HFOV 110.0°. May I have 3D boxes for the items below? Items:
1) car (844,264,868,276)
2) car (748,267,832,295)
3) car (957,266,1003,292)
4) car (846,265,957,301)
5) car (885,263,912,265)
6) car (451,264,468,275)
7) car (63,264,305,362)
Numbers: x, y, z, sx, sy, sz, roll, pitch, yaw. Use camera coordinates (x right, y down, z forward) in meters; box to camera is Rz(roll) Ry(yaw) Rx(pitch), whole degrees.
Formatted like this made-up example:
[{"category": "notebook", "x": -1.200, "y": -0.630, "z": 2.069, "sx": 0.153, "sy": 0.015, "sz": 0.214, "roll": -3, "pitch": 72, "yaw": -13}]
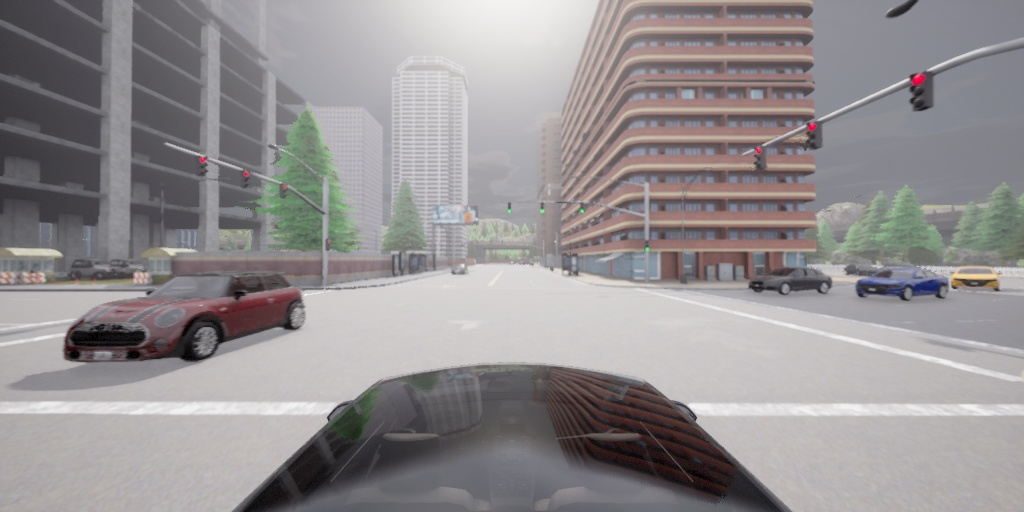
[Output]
[{"category": "car", "x": 41.143, "y": 1.685, "z": 42.267, "sx": 1.837, "sy": 1.490, "sz": 4.892, "roll": 0, "pitch": -1, "yaw": 21}, {"category": "car", "x": 16.239, "y": 1.425, "z": 20.962, "sx": 4.892, "sy": 1.490, "sz": 1.837, "roll": 0, "pitch": -1, "yaw": -15}, {"category": "car", "x": 30.577, "y": 1.430, "z": 23.639, "sx": 5.008, "sy": 1.535, "sz": 1.882, "roll": 0, "pitch": -1, "yaw": -36}, {"category": "car", "x": 19.831, "y": 1.366, "z": 18.263, "sx": 5.008, "sy": 1.535, "sz": 1.882, "roll": 0, "pitch": -1, "yaw": -20}, {"category": "car", "x": 28.271, "y": 1.485, "z": 26.236, "sx": 4.892, "sy": 1.490, "sz": 1.837, "roll": 0, "pitch": 0, "yaw": -36}, {"category": "car", "x": -6.994, "y": 1.841, "z": 48.079, "sx": 2.128, "sy": 1.511, "sz": 4.902, "roll": 0, "pitch": 0, "yaw": 0}, {"category": "car", "x": -6.998, "y": 1.140, "z": 8.386, "sx": 2.097, "sy": 1.767, "sz": 4.553, "roll": 0, "pitch": -1, "yaw": 0}]
